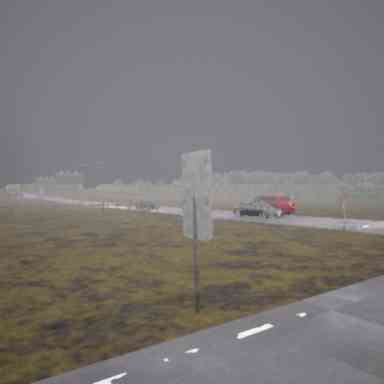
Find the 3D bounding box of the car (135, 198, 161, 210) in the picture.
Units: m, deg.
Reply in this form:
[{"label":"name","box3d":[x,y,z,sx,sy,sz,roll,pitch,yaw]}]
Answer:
[{"label":"car","box3d":[-6.083,1.601,45.410,1.837,1.490,4.892,-2,1,-35]}]

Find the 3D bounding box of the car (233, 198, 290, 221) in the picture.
[{"label":"car","box3d":[5.646,1.580,28.988,2.128,1.511,4.902,-2,1,-36]}]

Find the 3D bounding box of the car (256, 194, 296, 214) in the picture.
[{"label":"car","box3d":[7.246,1.230,31.848,2.150,2.045,5.566,-2,1,-36]}]
